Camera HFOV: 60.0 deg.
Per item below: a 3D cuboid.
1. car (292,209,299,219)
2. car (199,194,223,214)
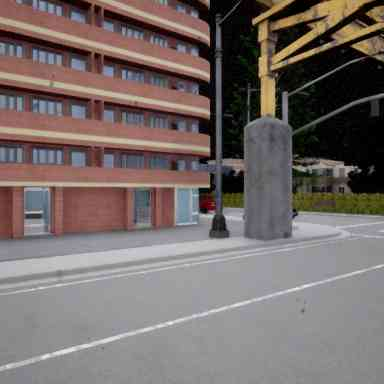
[{"bbox_3d":[6.748,1.616,28.496,1.895,1.301,4.718,0,0,-35],"label":"car"},{"bbox_3d":[1.025,1.258,36.568,2.150,2.045,5.566,0,0,-35],"label":"car"}]
